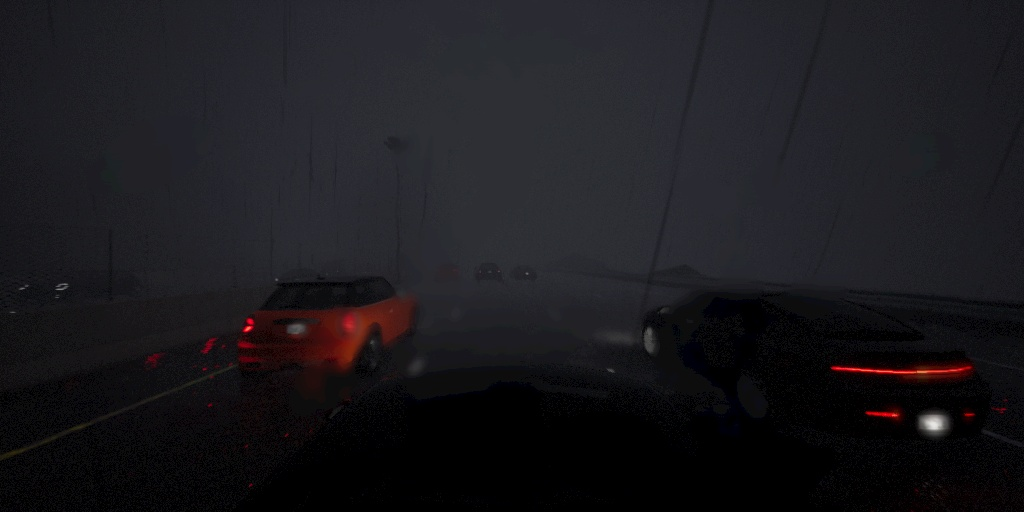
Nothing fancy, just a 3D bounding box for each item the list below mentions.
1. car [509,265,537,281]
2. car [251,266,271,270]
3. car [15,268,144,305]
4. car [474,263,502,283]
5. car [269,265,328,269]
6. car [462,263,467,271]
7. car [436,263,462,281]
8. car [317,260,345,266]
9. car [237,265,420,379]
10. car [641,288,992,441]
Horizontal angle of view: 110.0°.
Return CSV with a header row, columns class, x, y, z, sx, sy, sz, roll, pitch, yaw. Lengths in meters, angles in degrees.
class,x,y,z,sx,sy,sz,roll,pitch,yaw
car,0.995,1.567,34.199,1.994,1.385,4.181,0,0,-10
car,-29.666,1.897,42.636,1.812,1.442,4.674,0,0,-14
car,-21.946,1.453,18.490,2.097,1.767,4.553,-1,-1,-6
car,-2.224,1.370,32.048,2.097,1.767,4.553,-1,0,-10
car,-15.916,1.636,26.987,1.812,1.442,4.674,0,-1,-8
car,-8.712,1.867,59.409,1.994,1.385,4.181,0,-1,-18
car,-6.152,1.427,34.379,2.097,1.767,4.553,-1,0,-11
car,-23.858,1.580,48.087,2.150,2.045,5.566,0,0,-15
car,-3.445,1.184,7.736,2.097,1.767,4.553,-1,0,-2
car,3.666,1.251,5.595,1.837,1.490,4.892,1,0,-2
